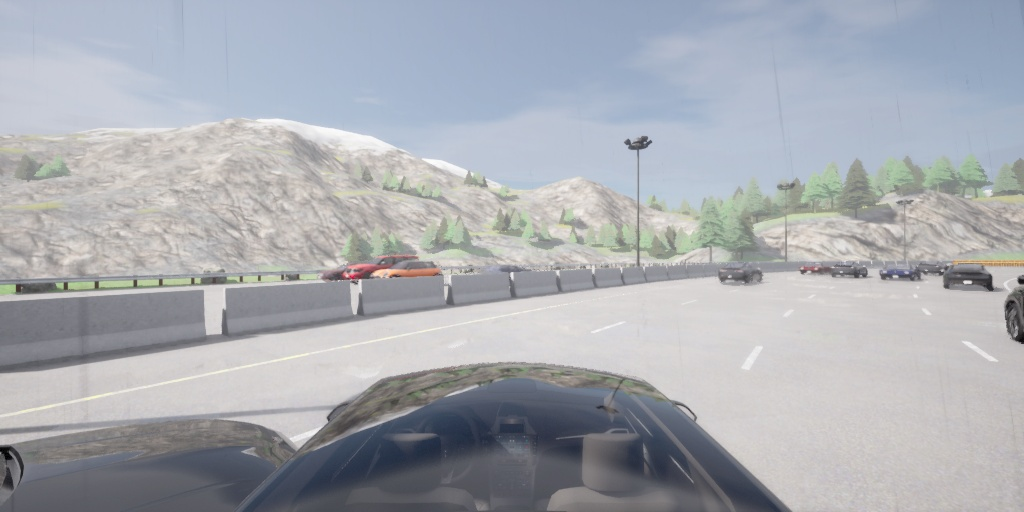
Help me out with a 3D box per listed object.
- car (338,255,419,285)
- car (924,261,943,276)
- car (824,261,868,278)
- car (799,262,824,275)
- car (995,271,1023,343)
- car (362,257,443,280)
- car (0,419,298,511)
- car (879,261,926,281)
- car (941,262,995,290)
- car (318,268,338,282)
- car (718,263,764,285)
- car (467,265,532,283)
[{"bbox_3d":[-9.057,0.971,25.817,2.150,2.045,5.566,0,0,43],"label":"car"},{"bbox_3d":[43.324,1.242,36.882,4.902,1.511,2.128,0,0,-31],"label":"car"},{"bbox_3d":[31.385,1.242,33.364,4.902,1.511,2.128,0,0,-35],"label":"car"},{"bbox_3d":[32.939,1.351,38.709,4.718,1.301,1.895,0,0,-34],"label":"car"},{"bbox_3d":[11.237,0.971,6.319,2.150,2.045,5.566,0,0,42],"label":"car"},{"bbox_3d":[-6.763,1.102,23.098,2.097,1.767,4.553,0,0,43],"label":"car"},{"bbox_3d":[-2.984,1.255,0.567,4.892,1.490,1.837,0,0,-45],"label":"car"},{"bbox_3d":[32.276,1.351,29.729,4.718,1.301,1.895,0,0,-35],"label":"car"},{"bbox_3d":[28.644,1.257,22.570,4.892,1.490,1.837,-1,0,-39],"label":"car"},{"bbox_3d":[-12.266,1.276,27.455,1.812,1.442,4.674,0,0,43],"label":"car"},{"bbox_3d":[16.988,1.241,26.551,4.902,1.511,2.128,0,0,-41],"label":"car"},{"bbox_3d":[-0.790,1.298,24.428,2.033,1.411,5.357,0,0,44],"label":"car"}]
